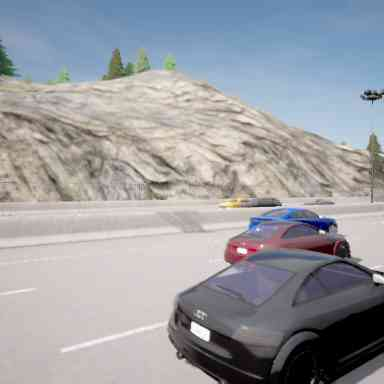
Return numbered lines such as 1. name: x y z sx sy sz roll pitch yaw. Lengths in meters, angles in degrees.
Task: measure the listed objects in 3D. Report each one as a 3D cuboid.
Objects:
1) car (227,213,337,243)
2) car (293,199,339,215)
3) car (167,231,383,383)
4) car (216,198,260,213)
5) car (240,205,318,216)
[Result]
1. car: 2.994 1.564 10.178 4.181 1.385 1.994 0 0 -35
2. car: 13.001 1.491 34.744 4.902 1.511 2.128 0 0 -35
3. car: 1.727 1.564 4.976 4.181 1.385 1.994 0 0 -35
4. car: 5.274 1.477 37.836 5.008 1.535 1.882 0 0 -35
5. car: 4.908 1.477 15.839 5.008 1.535 1.882 0 0 -35
